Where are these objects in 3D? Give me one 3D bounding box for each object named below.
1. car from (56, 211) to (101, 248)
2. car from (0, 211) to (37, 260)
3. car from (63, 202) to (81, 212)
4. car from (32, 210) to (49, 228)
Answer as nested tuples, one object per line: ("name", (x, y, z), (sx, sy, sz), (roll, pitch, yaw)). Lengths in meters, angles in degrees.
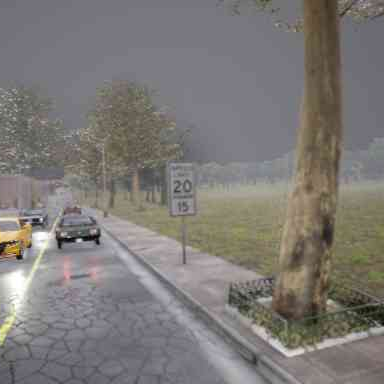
("car", (-5.648, 1.826, 16.414), (1.895, 1.301, 4.718), (-3, 0, -20))
("car", (-7.735, 1.802, 13.561), (1.882, 1.535, 5.008), (-3, 0, -20))
("car", (-15.341, 2.007, 42.500), (2.097, 1.767, 4.553), (-3, 0, -20))
("car", (-12.291, 2.112, 25.886), (1.895, 1.301, 4.718), (-3, 0, -19))
